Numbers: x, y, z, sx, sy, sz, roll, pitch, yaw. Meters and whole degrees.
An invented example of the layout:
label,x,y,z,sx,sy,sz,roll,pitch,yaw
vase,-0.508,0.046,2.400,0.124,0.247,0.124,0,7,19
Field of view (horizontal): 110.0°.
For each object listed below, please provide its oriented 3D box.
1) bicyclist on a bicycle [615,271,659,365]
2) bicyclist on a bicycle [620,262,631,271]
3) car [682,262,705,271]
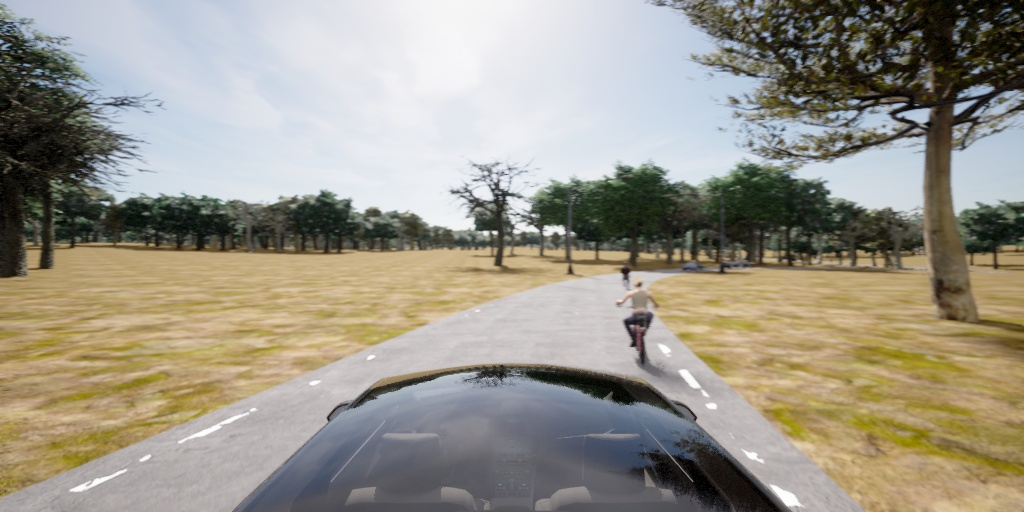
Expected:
label,x,y,z,sx,sy,sz,roll,pitch,yaw
bicyclist on a bicycle,2.499,1.204,7.087,0.866,1.612,1.509,-1,0,13
bicyclist on a bicycle,6.561,1.219,20.640,0.659,1.776,1.843,-1,0,20
car,27.452,1.569,54.135,2.033,1.411,5.357,0,0,45
